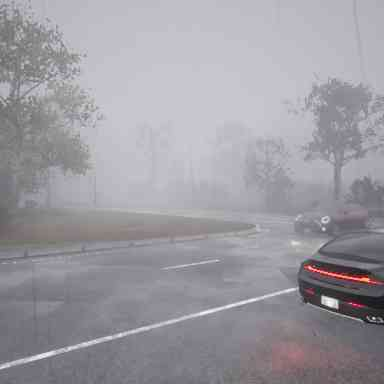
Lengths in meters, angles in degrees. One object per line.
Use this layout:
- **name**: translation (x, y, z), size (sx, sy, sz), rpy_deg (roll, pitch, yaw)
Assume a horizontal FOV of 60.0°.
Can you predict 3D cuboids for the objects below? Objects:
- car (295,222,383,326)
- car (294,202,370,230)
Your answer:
- **car**: translation (4.172, 1.505, 6.694), size (4.892, 1.490, 1.837), rpy_deg (0, 0, -35)
- **car**: translation (7.594, 1.352, 17.929), size (4.553, 1.767, 2.097), rpy_deg (0, 0, -35)
